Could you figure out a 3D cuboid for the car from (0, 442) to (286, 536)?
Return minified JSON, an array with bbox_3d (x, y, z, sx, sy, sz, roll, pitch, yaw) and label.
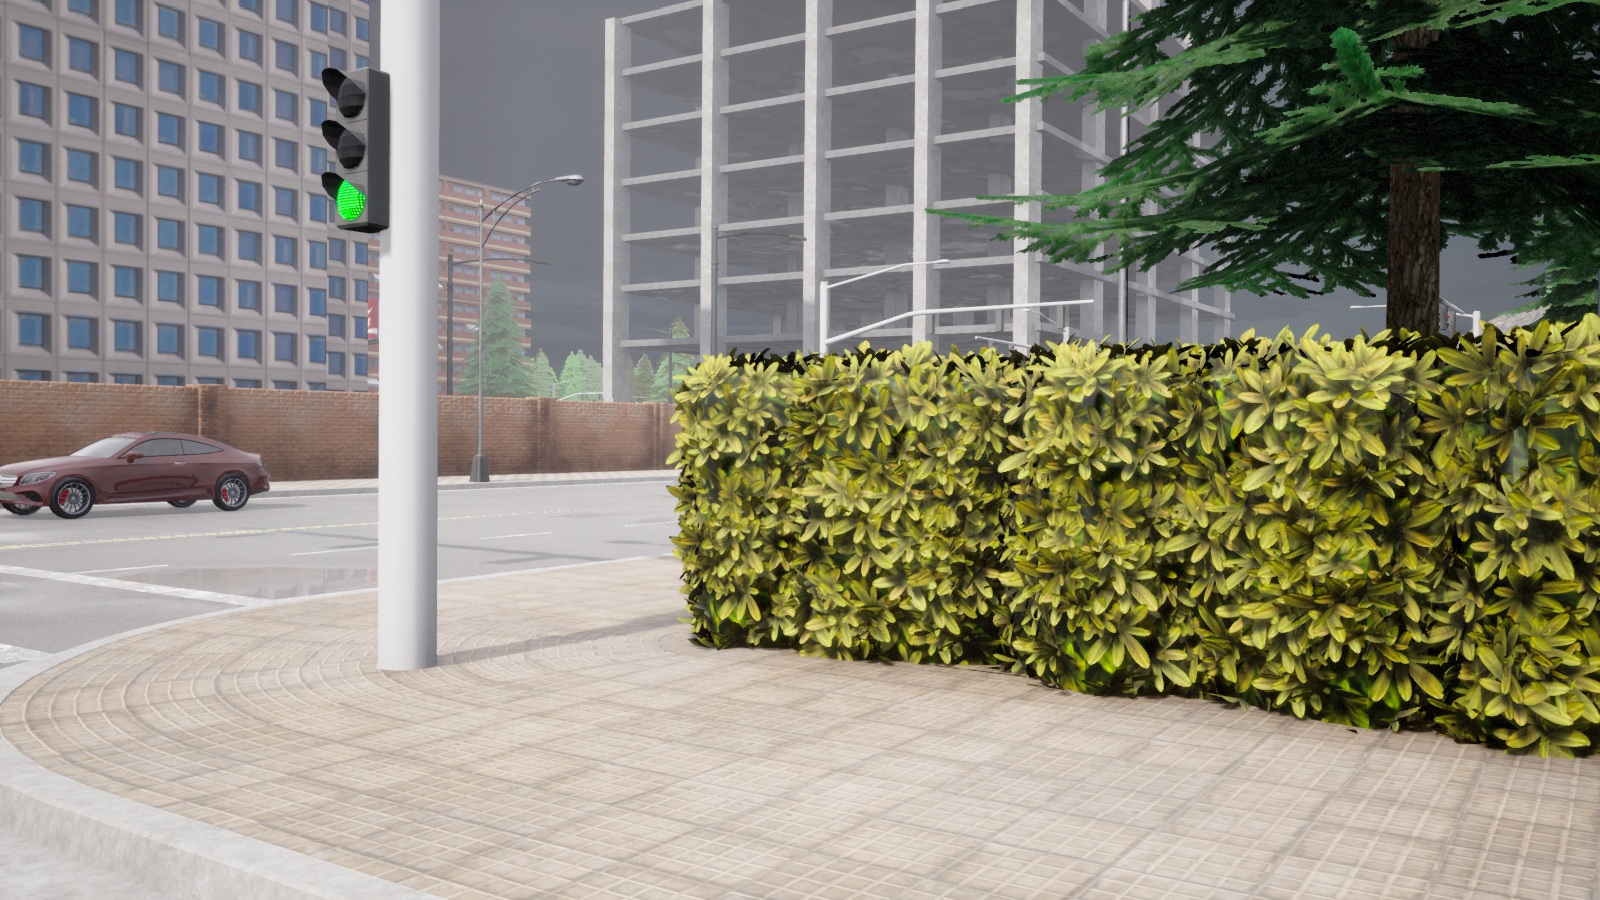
[{"bbox_3d":[-11.841,0.613,22.469,1.812,1.442,4.674,0,1,33],"label":"car"}]
